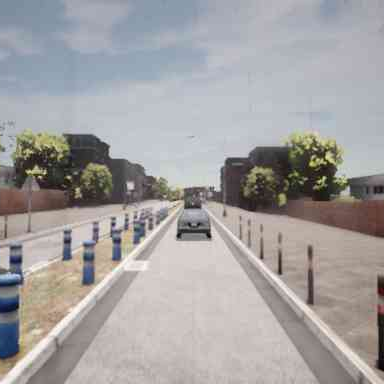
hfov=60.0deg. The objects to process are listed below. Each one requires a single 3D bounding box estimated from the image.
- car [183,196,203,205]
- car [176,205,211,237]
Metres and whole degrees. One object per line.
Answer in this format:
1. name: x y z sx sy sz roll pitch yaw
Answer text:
1. car: 0.092 1.587 42.464 2.150 2.045 5.566 0 -1 0
2. car: 0.090 1.665 18.819 2.033 1.411 5.357 0 -1 0
